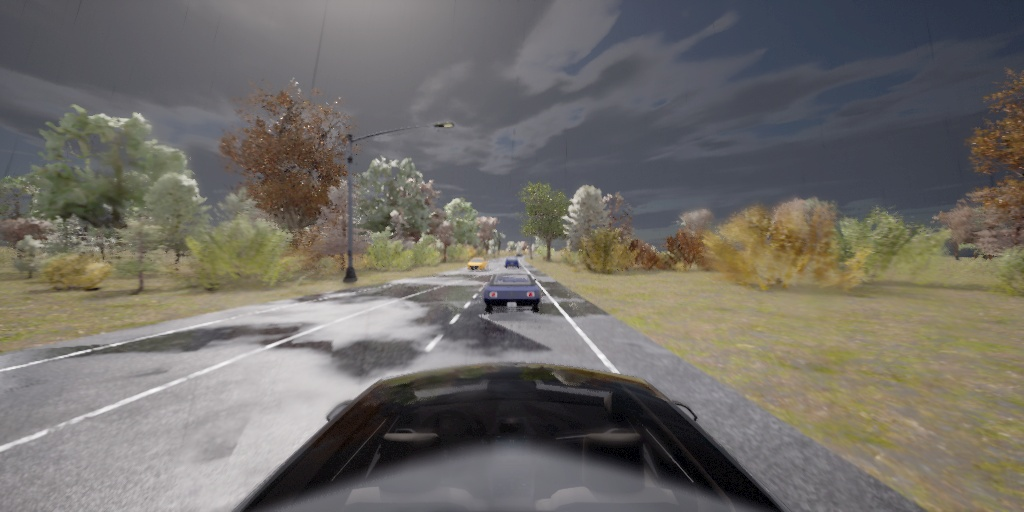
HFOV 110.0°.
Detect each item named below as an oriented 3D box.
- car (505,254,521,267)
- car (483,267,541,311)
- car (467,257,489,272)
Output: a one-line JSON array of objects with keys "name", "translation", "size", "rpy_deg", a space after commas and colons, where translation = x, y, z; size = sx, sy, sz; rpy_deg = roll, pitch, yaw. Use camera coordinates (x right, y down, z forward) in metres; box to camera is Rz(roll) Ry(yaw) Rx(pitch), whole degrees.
[{"name": "car", "translation": [0.001, 0.861, 51.401], "size": [1.882, 1.535, 5.008], "rpy_deg": [0, 0, 0]}, {"name": "car", "translation": [0.002, 1.270, 13.844], "size": [1.895, 1.301, 4.718], "rpy_deg": [0, 0, 0]}, {"name": "car", "translation": [-3.855, 0.944, 40.874], "size": [1.882, 1.535, 5.008], "rpy_deg": [0, 0, 4]}]
